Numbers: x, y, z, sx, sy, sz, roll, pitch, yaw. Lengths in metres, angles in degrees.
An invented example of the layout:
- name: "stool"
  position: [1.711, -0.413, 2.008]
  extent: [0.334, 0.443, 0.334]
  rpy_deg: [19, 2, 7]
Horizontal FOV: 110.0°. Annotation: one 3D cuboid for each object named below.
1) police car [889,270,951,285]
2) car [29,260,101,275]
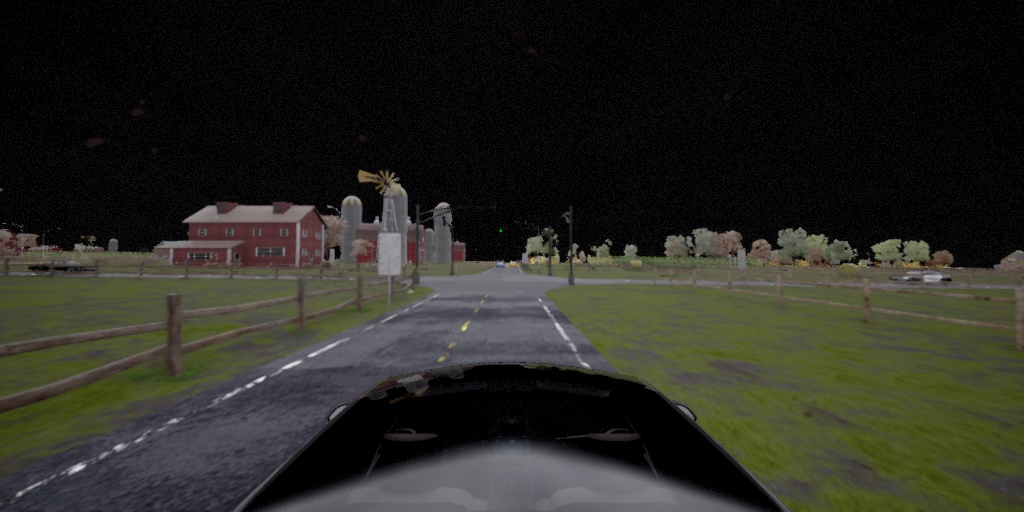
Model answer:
- name: "police car"
  position: [42.124, 2.216, 37.222]
  extent: [4.974, 1.542, 2.038]
  rpy_deg: [1, -2, 0]
- name: "car"
  position: [-42.106, 1.081, 33.874]
  extent: [4.718, 1.301, 1.895]
  rpy_deg: [1, -2, 0]
